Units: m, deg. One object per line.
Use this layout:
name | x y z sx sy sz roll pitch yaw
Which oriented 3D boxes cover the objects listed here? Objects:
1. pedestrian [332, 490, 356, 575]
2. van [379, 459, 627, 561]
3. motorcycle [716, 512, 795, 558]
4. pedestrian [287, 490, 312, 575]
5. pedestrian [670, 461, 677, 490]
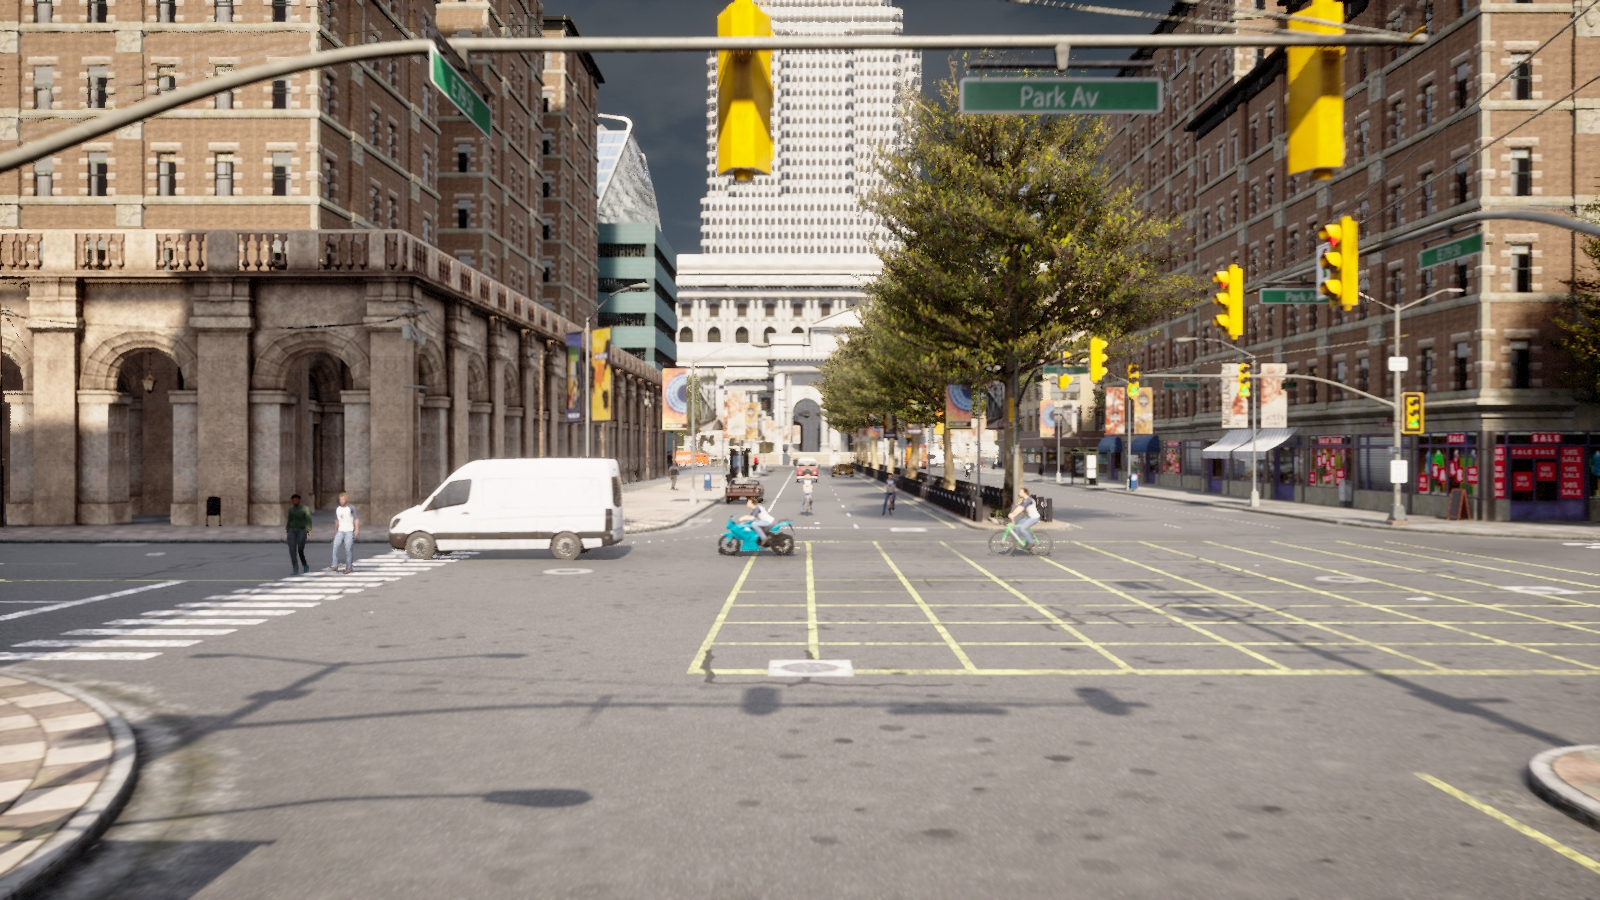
pedestrian | -10.140 1.831 25.400 0.375 1.860 0.375 0 0 4
van | -7.595 1.513 29.649 5.915 2.561 1.988 0 0 0
motorcycle | -1.140 2.191 29.638 2.033 1.145 0.803 0 0 0
pedestrian | -11.150 1.830 25.456 0.375 1.860 0.375 0 0 0
pedestrian | -8.123 1.644 73.509 0.375 1.860 0.375 0 0 2
